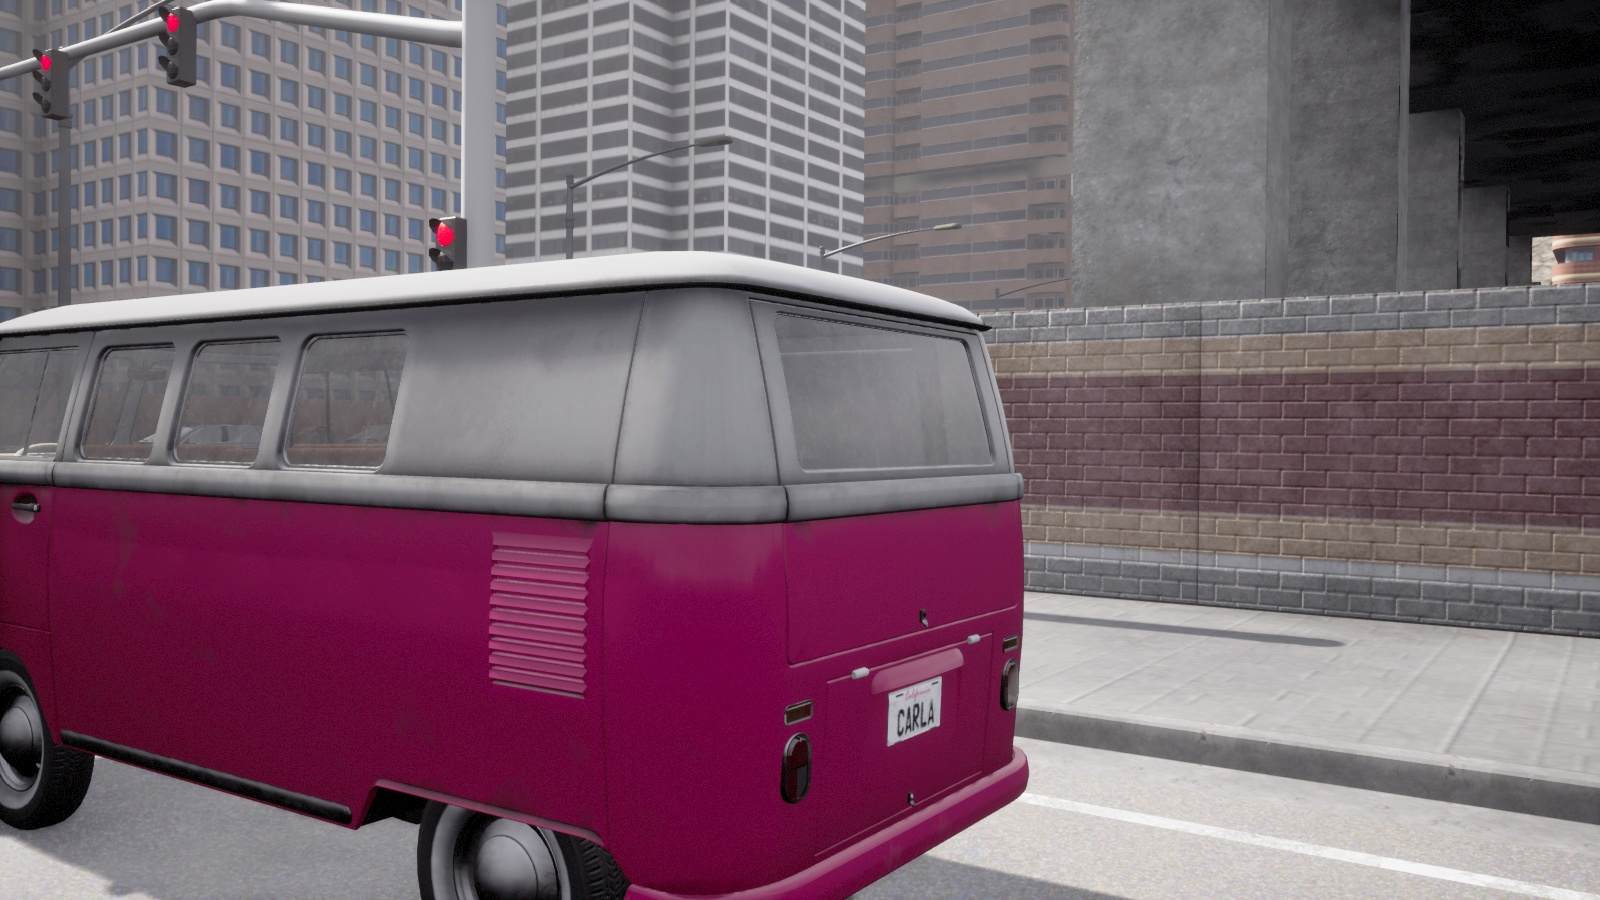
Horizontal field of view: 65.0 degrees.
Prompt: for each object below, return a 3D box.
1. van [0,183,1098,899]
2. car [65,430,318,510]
[{"bbox_3d":[-1.387,0.435,4.539,4.442,1.987,1.775,0,1,34],"label":"van"},{"bbox_3d":[-13.873,0.392,28.947,2.033,1.649,4.856,0,1,34],"label":"car"}]
